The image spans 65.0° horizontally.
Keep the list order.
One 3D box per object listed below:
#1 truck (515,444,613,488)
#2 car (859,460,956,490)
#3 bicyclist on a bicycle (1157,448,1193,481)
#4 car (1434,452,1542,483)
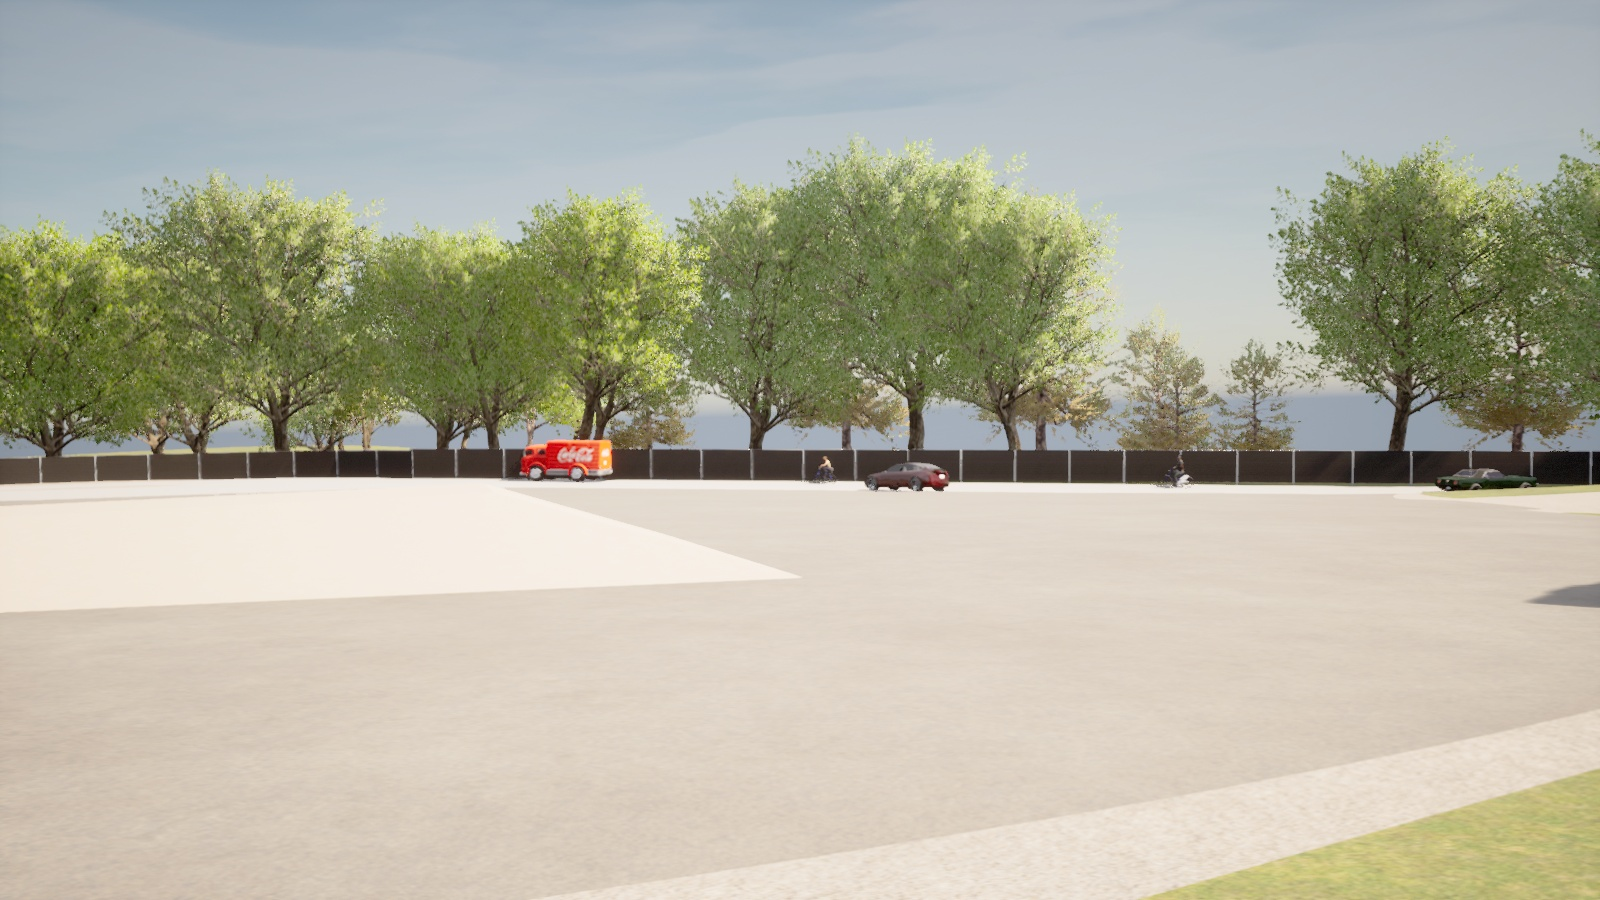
[{"bbox_3d":[-14.246,0.976,75.971,5.204,2.467,2.627,-1,2,10],"label":"truck"},{"bbox_3d":[5.576,1.304,65.524,4.792,1.488,2.163,-2,-1,45],"label":"car"},{"bbox_3d":[20.651,0.796,69.166,1.843,1.776,0.659,-1,2,7],"label":"bicyclist on a bicycle"},{"bbox_3d":[35.120,0.876,64.137,4.718,1.301,1.895,-2,2,-10],"label":"car"}]
